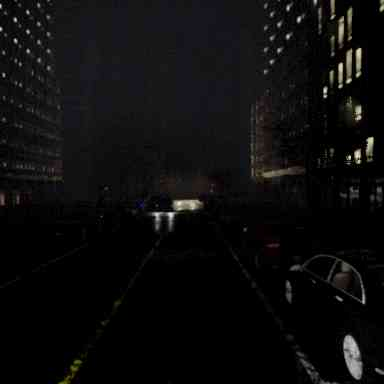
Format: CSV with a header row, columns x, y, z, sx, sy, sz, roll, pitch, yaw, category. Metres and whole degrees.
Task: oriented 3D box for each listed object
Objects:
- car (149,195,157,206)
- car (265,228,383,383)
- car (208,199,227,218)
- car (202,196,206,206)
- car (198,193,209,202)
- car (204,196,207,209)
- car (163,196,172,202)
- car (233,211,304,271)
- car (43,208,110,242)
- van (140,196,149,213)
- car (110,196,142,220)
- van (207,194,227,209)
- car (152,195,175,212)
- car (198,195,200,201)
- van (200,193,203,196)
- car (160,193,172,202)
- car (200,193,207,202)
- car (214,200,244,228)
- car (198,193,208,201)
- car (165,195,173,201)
x,y,z,sx,sy,sz,roll,pitch,yaw,category
-5.696,1.520,50.150,2.008,1.369,4.403,-1,0,0,car
2.678,1.548,5.147,2.008,1.369,4.403,-1,0,0,car
2.682,1.550,27.648,1.947,1.339,4.313,-1,0,0,car
2.684,1.556,44.524,1.802,1.307,4.206,-1,0,0,car
2.684,1.266,78.277,2.192,1.841,5.009,-1,0,0,car
2.682,1.502,39.068,1.752,1.417,4.829,-1,0,0,car
-5.691,1.532,78.279,1.802,1.307,4.206,-1,0,0,car
2.679,1.539,10.772,1.887,1.381,4.507,-1,0,0,car
-5.701,1.535,16.399,1.887,1.381,4.507,-1,0,0,car
-5.703,1.321,33.275,1.690,1.788,3.998,-1,0,0,van
-5.701,1.423,27.649,1.967,1.590,4.097,-1,0,0,car
2.678,1.322,33.273,1.690,1.788,3.998,-1,0,0,van
-3.087,1.482,38.468,1.837,1.490,4.892,0,0,0,car
2.688,1.500,72.651,1.887,1.381,4.507,-1,0,0,car
2.681,1.307,55.775,1.690,1.788,3.998,-1,0,0,van
-5.697,1.269,72.652,2.192,1.841,5.009,-1,0,0,car
2.682,1.410,50.150,1.967,1.590,4.097,-1,0,0,car
2.680,1.513,22.193,1.752,1.417,4.829,-1,0,0,car
2.684,1.262,83.902,2.192,1.841,5.009,-1,0,0,car
-5.692,1.471,83.734,1.752,1.417,4.829,-1,0,0,car
